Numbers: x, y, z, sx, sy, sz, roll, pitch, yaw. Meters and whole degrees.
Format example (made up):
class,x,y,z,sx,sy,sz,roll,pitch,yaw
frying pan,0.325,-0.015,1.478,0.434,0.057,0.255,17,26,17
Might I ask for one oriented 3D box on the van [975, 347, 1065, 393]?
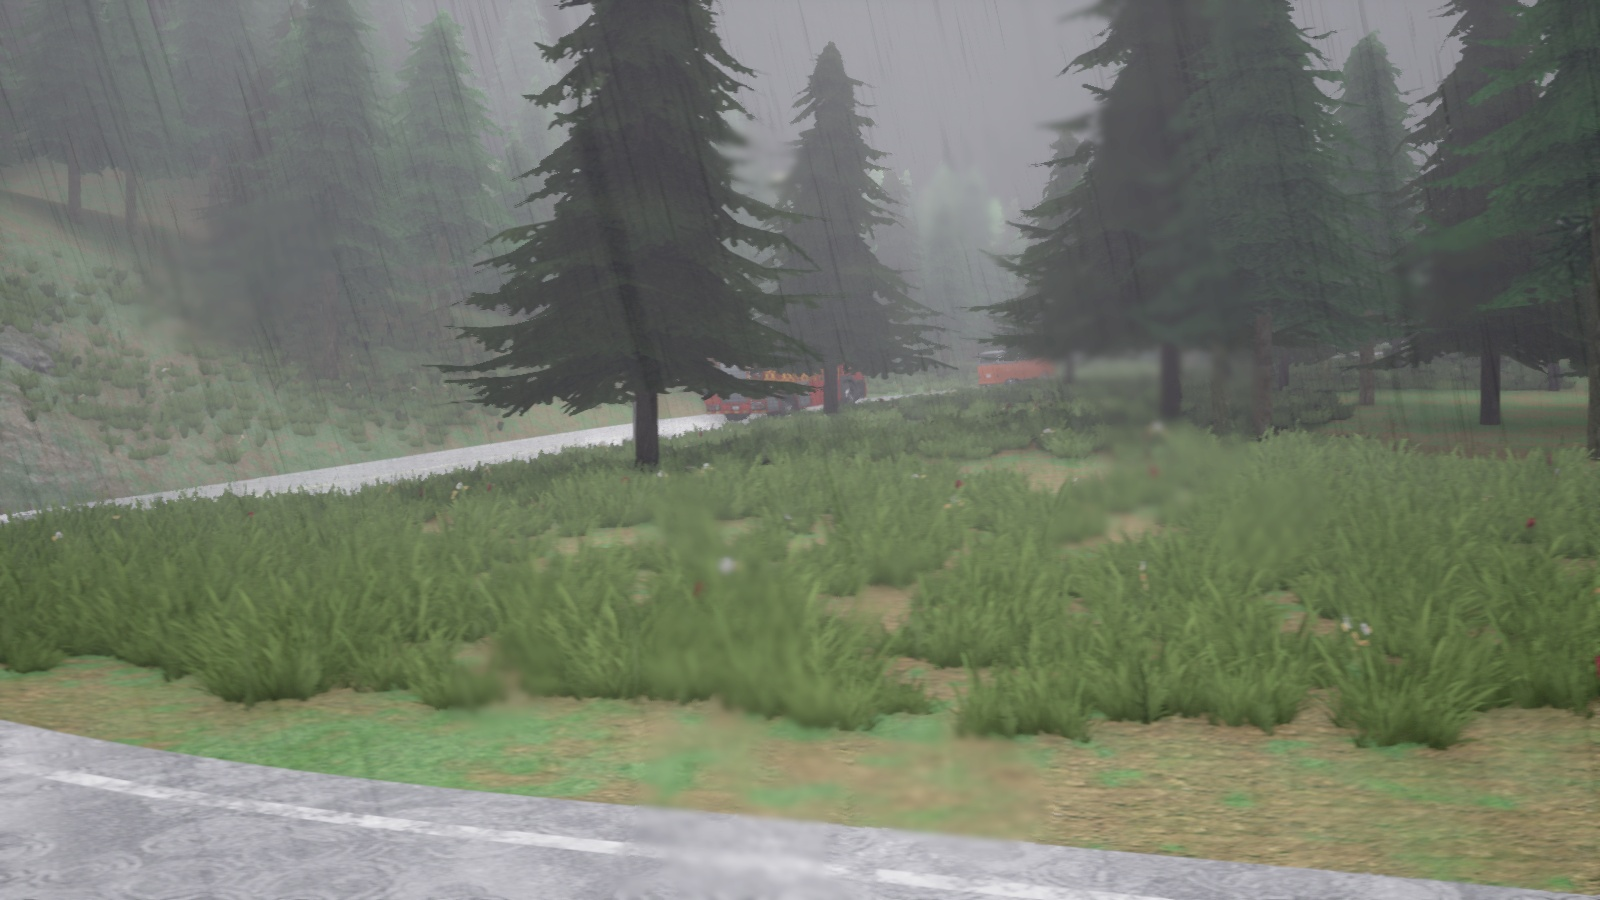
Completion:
class,x,y,z,sx,sy,sz,roll,pitch,yaw
van,11.105,-4.058,63.334,4.442,1.987,1.775,-7,5,-36

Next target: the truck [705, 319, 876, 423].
class,x,y,z,sx,sy,sz,roll,pitch,yaw
truck,-0.193,-3.385,51.984,2.891,3.827,8.468,0,6,31
